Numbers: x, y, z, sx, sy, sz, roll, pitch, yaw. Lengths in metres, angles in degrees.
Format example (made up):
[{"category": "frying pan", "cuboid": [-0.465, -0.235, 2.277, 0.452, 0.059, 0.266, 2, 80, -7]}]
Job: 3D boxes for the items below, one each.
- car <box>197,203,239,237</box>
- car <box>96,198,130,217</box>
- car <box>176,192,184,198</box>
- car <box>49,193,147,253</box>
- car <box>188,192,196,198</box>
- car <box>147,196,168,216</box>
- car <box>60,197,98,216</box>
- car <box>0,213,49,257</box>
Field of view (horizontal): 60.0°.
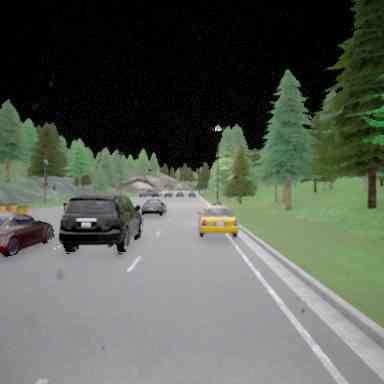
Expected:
[{"category": "car", "cuboid": [1.230, 1.341, 17.049, 1.801, 1.575, 5.366, 0, 0, 0]}, {"category": "car", "cuboid": [-6.899, 1.308, 29.553, 1.837, 1.490, 4.892, 0, 1, 0]}, {"category": "car", "cuboid": [-3.473, 0.711, 95.518, 2.097, 1.767, 4.553, 0, 0, 0]}, {"category": "car", "cuboid": [-3.402, 1.131, 13.402, 2.150, 2.045, 5.566, 0, 0, 0]}, {"category": "car", "cuboid": [0.027, 0.711, 95.517, 2.097, 1.767, 4.553, 0, 0, 0]}, {"category": "car", "cuboid": [-3.398, 1.363, 30.038, 1.994, 1.385, 4.181, 0, 0, 0]}, {"category": "car", "cuboid": [-10.396, 1.270, 31.066, 1.882, 1.535, 5.008, 0, 0, 0]}, {"category": "car", "cuboid": [-6.907, 1.480, 12.559, 1.994, 1.385, 4.181, 0, 0, 0]}]
